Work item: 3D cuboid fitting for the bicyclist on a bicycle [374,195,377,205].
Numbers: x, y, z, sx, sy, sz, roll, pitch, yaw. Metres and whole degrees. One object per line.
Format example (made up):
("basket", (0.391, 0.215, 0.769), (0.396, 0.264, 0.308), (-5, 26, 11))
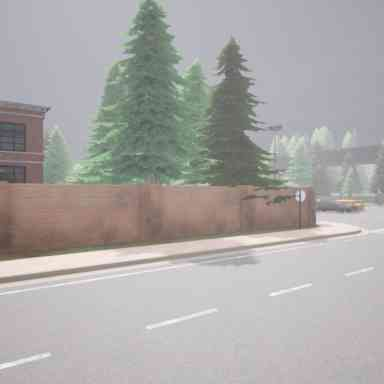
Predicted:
("bicyclist on a bicycle", (30.154, 1.300, 54.305), (1.656, 1.620, 0.582), (0, 0, -35))

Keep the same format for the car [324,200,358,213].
("car", (15.466, 1.547, 36.994), (2.033, 1.411, 5.357), (0, 0, -35))

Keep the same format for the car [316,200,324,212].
("car", (11.433, 1.491, 36.625), (2.128, 1.511, 4.902), (0, 0, -36))
